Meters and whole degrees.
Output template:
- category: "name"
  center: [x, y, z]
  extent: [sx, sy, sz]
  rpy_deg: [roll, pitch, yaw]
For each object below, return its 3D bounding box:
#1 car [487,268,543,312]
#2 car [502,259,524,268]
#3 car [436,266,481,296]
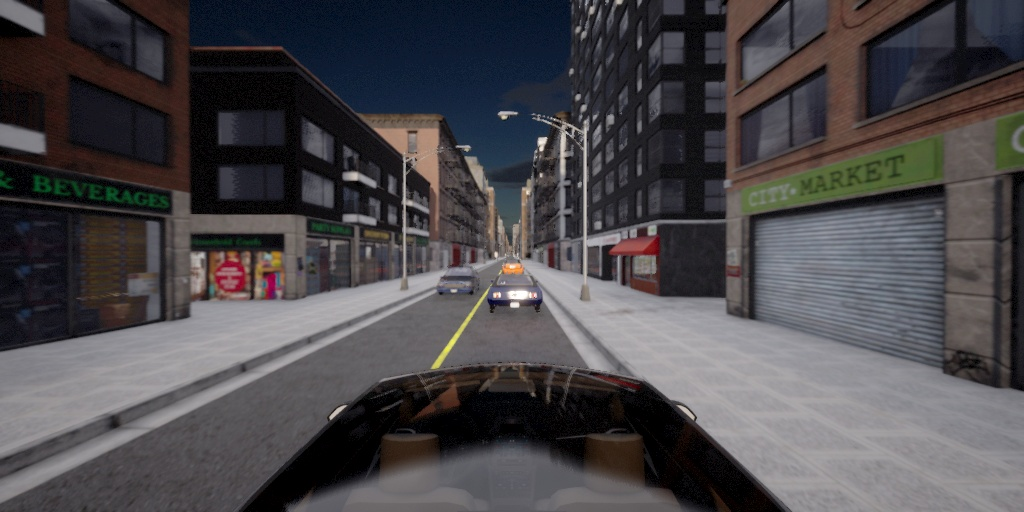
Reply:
- category: "car"
  center: [0.101, 1.334, 14.120]
  extent: [1.895, 1.301, 4.718]
  rpy_deg: [0, 0, 0]
- category: "car"
  center: [0.100, 1.056, 36.186]
  extent: [2.097, 1.767, 4.553]
  rpy_deg: [0, 0, 0]
- category: "car"
  center: [-2.750, 1.274, 19.631]
  extent: [2.033, 1.411, 5.357]
  rpy_deg: [0, 0, 0]
